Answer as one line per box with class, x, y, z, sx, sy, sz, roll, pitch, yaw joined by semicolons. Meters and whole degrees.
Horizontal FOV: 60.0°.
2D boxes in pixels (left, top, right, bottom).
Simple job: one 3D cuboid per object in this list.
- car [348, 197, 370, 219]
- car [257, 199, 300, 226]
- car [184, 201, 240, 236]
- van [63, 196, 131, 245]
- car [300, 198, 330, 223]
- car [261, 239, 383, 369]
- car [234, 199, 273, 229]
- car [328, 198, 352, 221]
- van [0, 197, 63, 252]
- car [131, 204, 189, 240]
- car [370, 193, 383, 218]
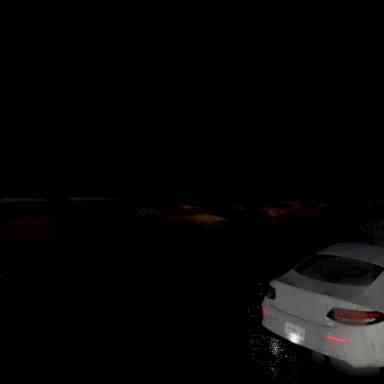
car;11.167;1.237;26.634;2.185;1.767;4.553;0;0;-35
car;4.342;1.263;21.847;2.185;1.767;4.553;0;0;-35
car;-0.058;1.405;18.445;1.946;1.575;5.366;0;0;-35
van;-4.761;1.202;15.464;1.878;1.987;4.442;0;0;-35
car;6.628;1.380;23.433;2.097;1.535;5.008;0;0;-36
car;3.117;1.505;5.358;4.674;1.442;1.812;0;0;-36
car;2.101;1.398;20.205;2.097;1.535;5.008;0;0;-35
car;8.884;1.372;25.053;2.231;1.521;4.892;0;0;-35
van;-7.024;1.211;13.852;1.878;1.987;4.442;0;0;-35
car;-2.430;1.458;16.985;2.002;1.452;4.674;0;0;-35
car;13.431;1.232;28.248;2.185;1.767;4.553;0;0;-35
